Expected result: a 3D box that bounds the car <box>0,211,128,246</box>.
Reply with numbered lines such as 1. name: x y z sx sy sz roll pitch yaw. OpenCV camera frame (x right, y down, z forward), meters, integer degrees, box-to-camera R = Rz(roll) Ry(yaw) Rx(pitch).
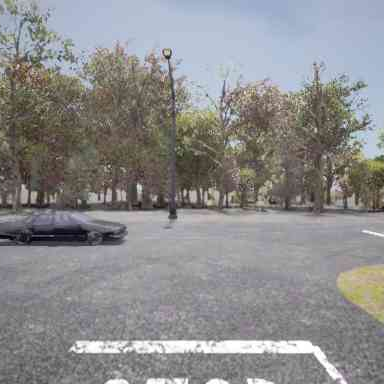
1. car: -5.598 1.528 14.487 5.357 1.411 2.033 0 0 0
